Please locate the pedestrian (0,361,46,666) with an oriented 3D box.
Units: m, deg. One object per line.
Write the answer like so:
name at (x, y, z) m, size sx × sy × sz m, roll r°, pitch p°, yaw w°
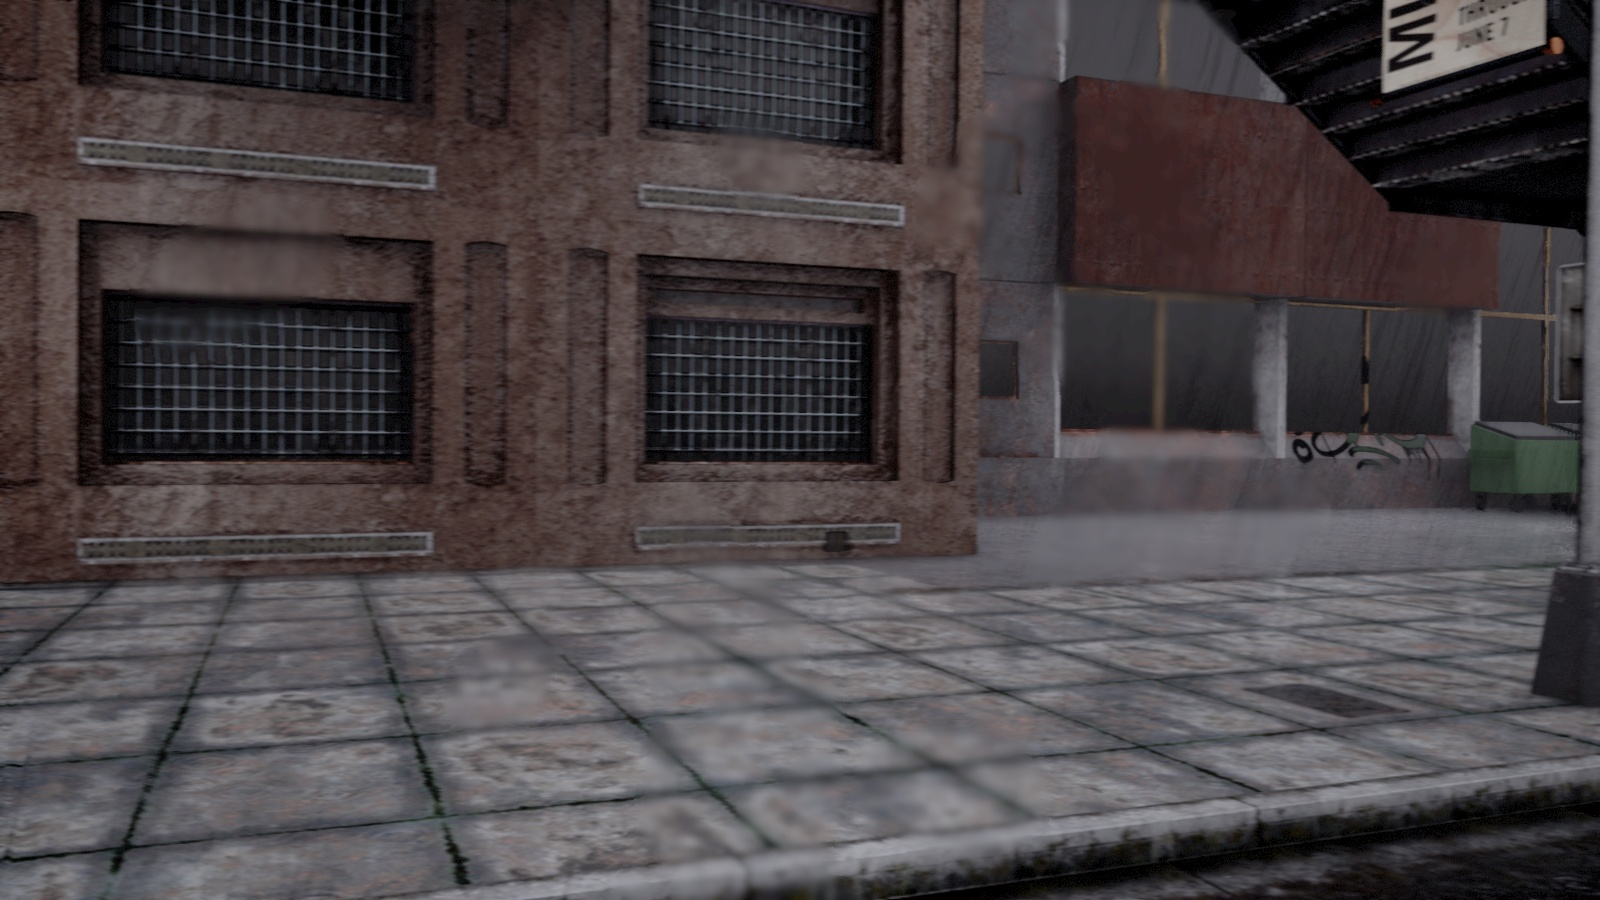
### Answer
pedestrian at (-5.005, 0.384, 7.692) m, size 0.594 × 1.836 × 0.345 m, roll -1°, pitch 1°, yaw -23°
